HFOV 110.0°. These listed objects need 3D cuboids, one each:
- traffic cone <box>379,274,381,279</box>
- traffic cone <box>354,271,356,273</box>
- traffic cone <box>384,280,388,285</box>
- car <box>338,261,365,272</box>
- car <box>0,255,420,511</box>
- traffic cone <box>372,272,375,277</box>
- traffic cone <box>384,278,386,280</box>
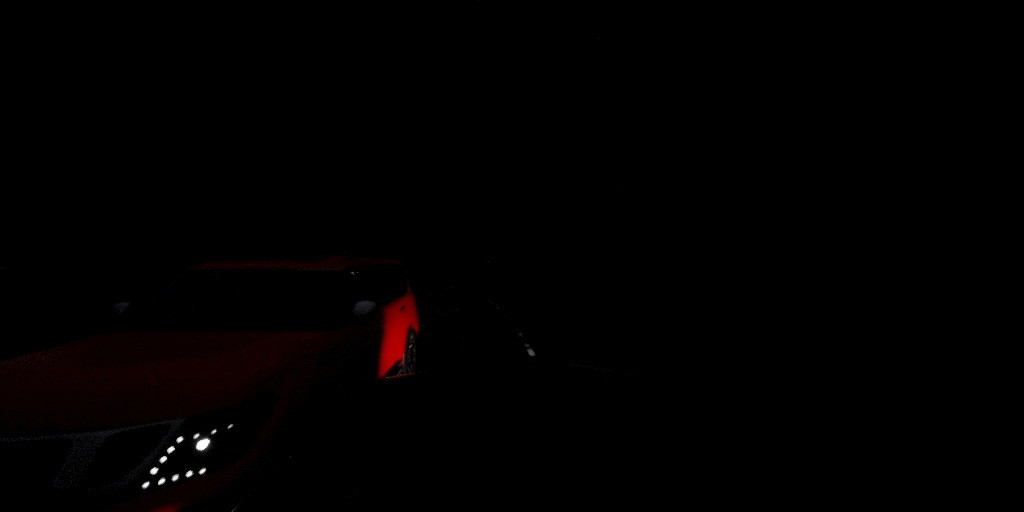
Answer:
[{"bbox_3d":[-12.739,1.933,34.615,0.340,0.580,0.340,0,0,-27],"label":"traffic cone"},{"bbox_3d":[-20.537,1.972,46.847,0.340,0.580,0.340,0,0,-38],"label":"traffic cone"},{"bbox_3d":[-7.417,1.866,21.120,0.340,0.580,0.340,0,0,-16],"label":"traffic cone"},{"bbox_3d":[-24.094,1.570,53.751,4.892,1.490,1.837,-1,-2,43],"label":"car"},{"bbox_3d":[-2.586,0.997,4.235,2.150,2.045,5.566,0,0,-3],"label":"car"},{"bbox_3d":[-15.076,1.948,38.856,0.340,0.580,0.340,0,0,-31],"label":"traffic cone"},{"bbox_3d":[-8.902,1.893,25.729,0.340,0.580,0.340,0,0,-20],"label":"traffic cone"}]
